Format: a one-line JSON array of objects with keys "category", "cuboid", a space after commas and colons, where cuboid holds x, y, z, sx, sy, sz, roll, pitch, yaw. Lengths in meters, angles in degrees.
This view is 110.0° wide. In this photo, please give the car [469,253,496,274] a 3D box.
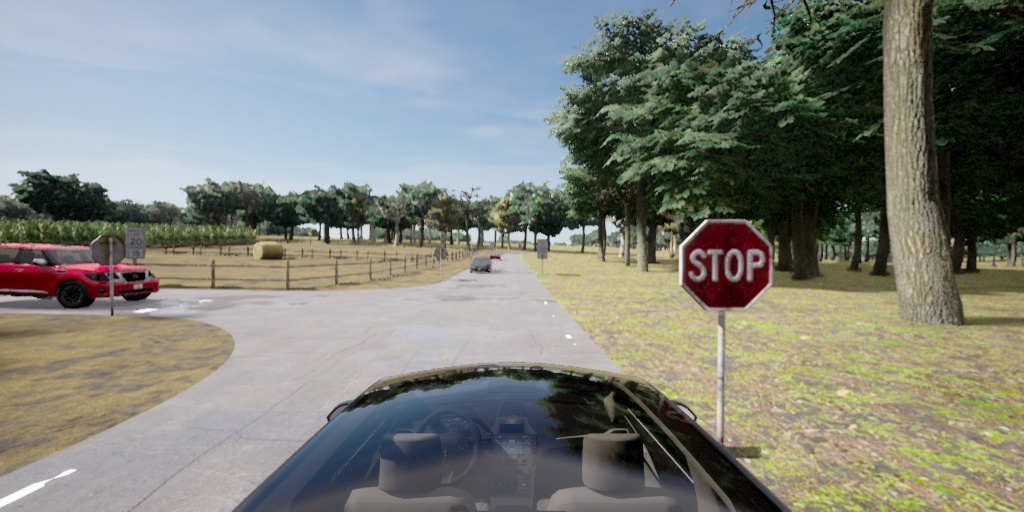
[{"category": "car", "cuboid": [-2.747, 0.805, 32.595, 1.837, 1.490, 4.892, 0, 2, 0]}]

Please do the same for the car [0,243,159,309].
[{"category": "car", "cuboid": [-15.716, 0.622, 12.396, 5.566, 2.045, 2.150, 2, 1, -1]}]

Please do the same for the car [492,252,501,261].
[{"category": "car", "cuboid": [-2.747, 0.036, 60.204, 1.895, 1.301, 4.718, 0, 2, 0]}]
